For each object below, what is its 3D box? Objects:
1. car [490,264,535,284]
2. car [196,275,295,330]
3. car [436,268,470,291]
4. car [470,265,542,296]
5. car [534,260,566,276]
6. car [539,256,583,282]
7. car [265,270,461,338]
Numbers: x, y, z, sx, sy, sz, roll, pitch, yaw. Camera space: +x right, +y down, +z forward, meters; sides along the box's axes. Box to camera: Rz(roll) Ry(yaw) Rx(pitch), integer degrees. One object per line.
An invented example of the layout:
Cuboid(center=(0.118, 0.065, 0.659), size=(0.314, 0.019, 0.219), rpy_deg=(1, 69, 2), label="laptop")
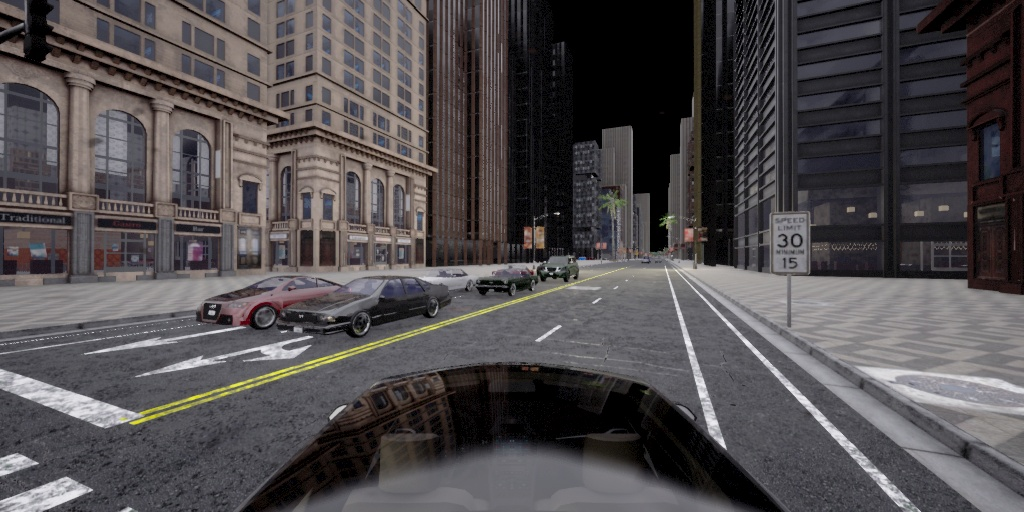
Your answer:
Cuboid(center=(0.118, 1.364, 28.530), size=(1.895, 1.301, 4.718), rpy_deg=(0, 0, 23), label="car")
Cuboid(center=(-7.121, 1.315, 11.264), size=(1.994, 1.385, 4.181), rpy_deg=(0, 0, 23), label="car")
Cuboid(center=(-3.736, 1.357, 19.345), size=(1.895, 1.301, 4.718), rpy_deg=(0, 0, 23), label="car")
Cuboid(center=(-0.151, 1.358, 19.486), size=(1.895, 1.301, 4.718), rpy_deg=(0, 0, 23), label="car")
Cuboid(center=(4.101, 1.251, 37.927), size=(1.882, 1.535, 5.008), rpy_deg=(0, 0, 23), label="car")
Cuboid(center=(3.990, 0.987, 29.349), size=(2.150, 2.045, 5.566), rpy_deg=(0, 0, 23), label="car")
Cuboid(center=(-3.861, 1.299, 10.644), size=(2.033, 1.411, 5.357), rpy_deg=(0, 0, 23), label="car")
